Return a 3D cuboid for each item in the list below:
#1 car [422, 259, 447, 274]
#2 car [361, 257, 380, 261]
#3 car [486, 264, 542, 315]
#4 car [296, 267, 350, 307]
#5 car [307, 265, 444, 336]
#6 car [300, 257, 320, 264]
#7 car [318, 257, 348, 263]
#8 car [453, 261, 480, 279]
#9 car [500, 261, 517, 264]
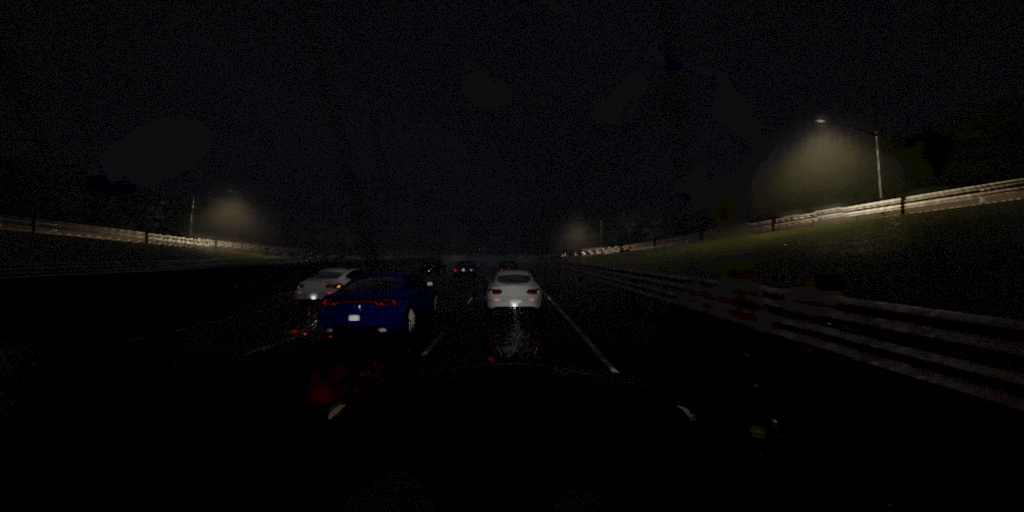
[{"bbox_3d":[-7.385,1.040,34.024,1.837,1.490,4.892,0,0,-1],"label":"car"},{"bbox_3d":[-18.358,0.932,46.334,2.128,1.511,4.902,0,0,-1],"label":"car"},{"bbox_3d":[0.049,1.204,13.017,1.812,1.442,4.674,0,0,-1],"label":"car"},{"bbox_3d":[-6.961,1.192,14.845,1.812,1.442,4.674,0,0,-1],"label":"car"},{"bbox_3d":[-3.425,1.174,10.219,1.882,1.535,5.008,0,0,0],"label":"car"},{"bbox_3d":[-25.355,0.929,46.272,2.128,1.511,4.902,0,0,-1],"label":"car"},{"bbox_3d":[-21.829,1.051,44.842,1.895,1.301,4.718,0,0,-1],"label":"car"},{"bbox_3d":[-3.782,1.112,29.965,2.033,1.411,5.357,0,0,-1],"label":"car"},{"bbox_3d":[-0.282,1.113,29.993,2.033,1.411,5.357,0,0,-1],"label":"car"}]
